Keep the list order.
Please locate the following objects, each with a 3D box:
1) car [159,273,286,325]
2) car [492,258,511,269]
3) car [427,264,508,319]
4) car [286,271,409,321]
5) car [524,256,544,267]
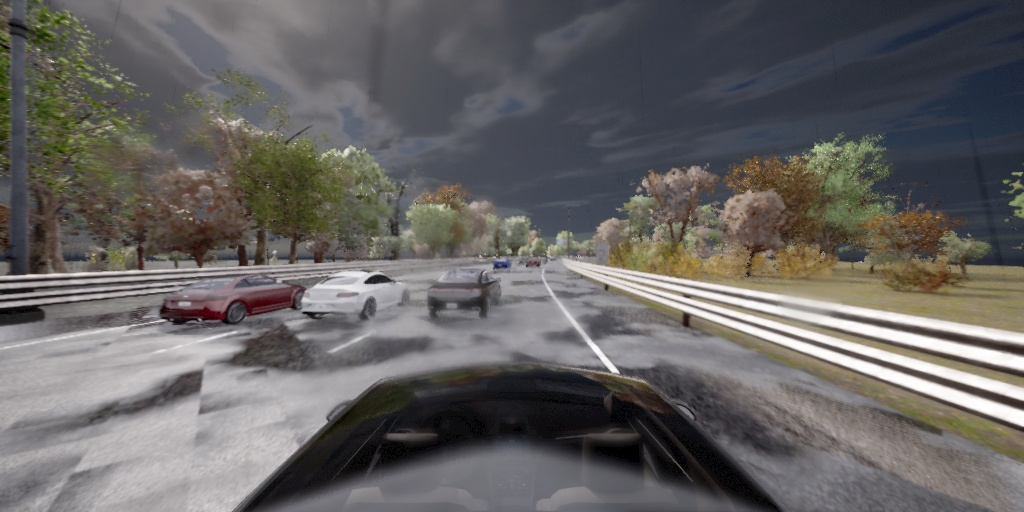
[{"bbox_3d":[-8.619,1.251,11.616,1.994,1.385,4.181,0,0,5],"label":"car"},{"bbox_3d":[-1.234,1.046,48.858,1.882,1.535,5.008,0,0,7],"label":"car"},{"bbox_3d":[-1.518,1.195,12.673,2.128,1.511,4.902,0,0,5],"label":"car"},{"bbox_3d":[-5.065,1.221,12.144,1.812,1.442,4.674,0,0,5],"label":"car"},{"bbox_3d":[3.660,0.898,58.941,2.097,1.767,4.553,0,0,8],"label":"car"}]
